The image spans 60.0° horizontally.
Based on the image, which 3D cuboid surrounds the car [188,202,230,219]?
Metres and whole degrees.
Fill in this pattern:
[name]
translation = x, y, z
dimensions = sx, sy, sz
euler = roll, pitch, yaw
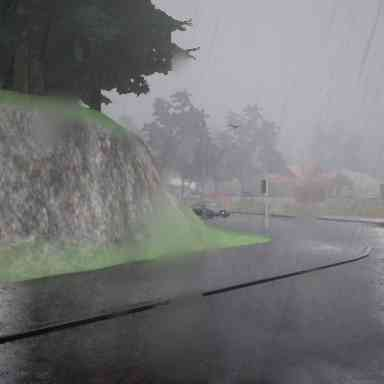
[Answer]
[car]
translation = 1.422, 1.564, 29.400
dimensions = 1.994, 1.385, 4.181
euler = 0, 0, -35
